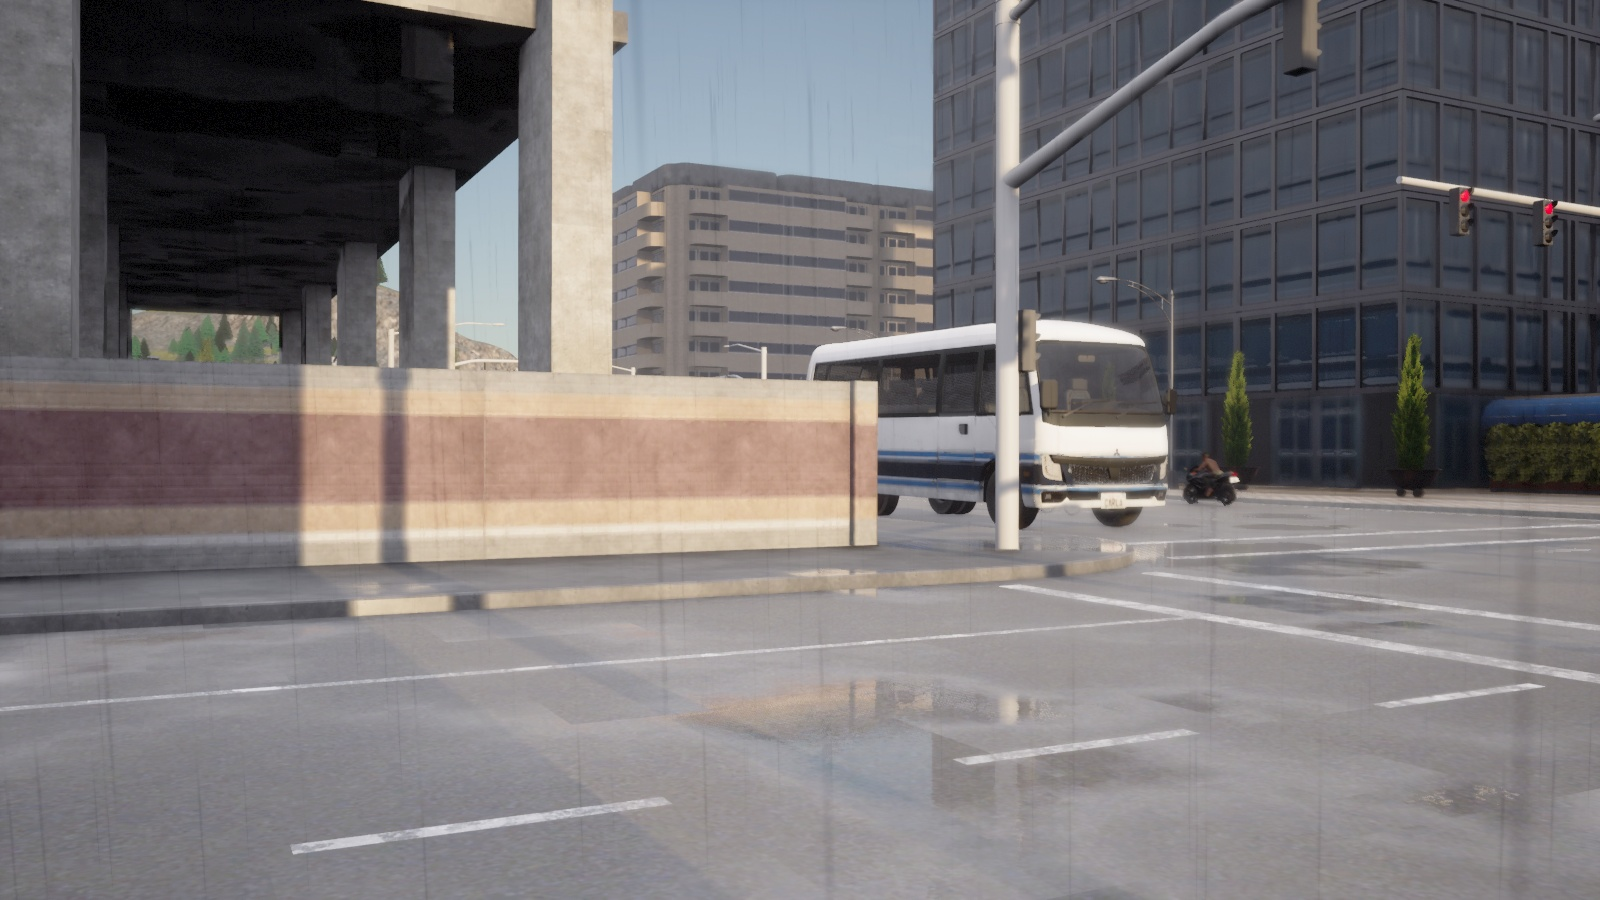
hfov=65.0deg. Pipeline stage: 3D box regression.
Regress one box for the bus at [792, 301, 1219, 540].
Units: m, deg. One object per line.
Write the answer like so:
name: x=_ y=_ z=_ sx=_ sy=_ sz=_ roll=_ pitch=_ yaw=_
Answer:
bus: x=3.920 y=-0.572 z=27.775 sx=3.944 sy=4.253 sz=10.273 roll=0 pitch=1 yaw=-27

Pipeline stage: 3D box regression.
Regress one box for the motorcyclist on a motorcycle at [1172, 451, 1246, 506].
motorcyclist on a motorcycle: x=11.621 y=0.790 z=35.749 sx=0.797 sy=1.523 sz=2.044 roll=0 pitch=0 yaw=-27
